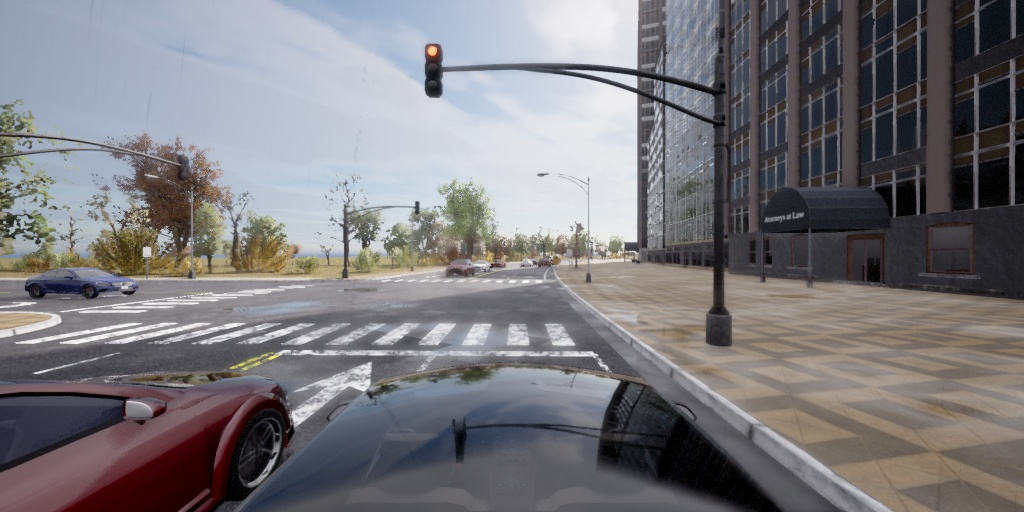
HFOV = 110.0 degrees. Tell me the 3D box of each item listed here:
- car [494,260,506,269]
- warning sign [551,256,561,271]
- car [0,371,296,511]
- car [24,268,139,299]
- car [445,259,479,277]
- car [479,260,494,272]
[{"bbox_3d":[-2.218,1.354,57.434,1.895,1.301,4.718,0,0,9],"label":"car"},{"bbox_3d":[5.419,0.869,43.943,1.300,1.860,1.060,0,0,7],"label":"warning sign"},{"bbox_3d":[-3.108,1.314,1.797,1.994,1.385,4.181,0,0,0],"label":"car"},{"bbox_3d":[-21.665,1.323,18.076,4.674,1.442,1.812,0,0,4],"label":"car"},{"bbox_3d":[-4.974,1.100,35.003,2.097,1.767,4.553,0,0,6],"label":"car"},{"bbox_3d":[-3.911,1.275,45.069,1.812,1.442,4.674,0,0,7],"label":"car"}]
